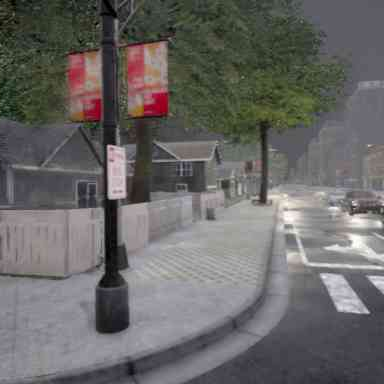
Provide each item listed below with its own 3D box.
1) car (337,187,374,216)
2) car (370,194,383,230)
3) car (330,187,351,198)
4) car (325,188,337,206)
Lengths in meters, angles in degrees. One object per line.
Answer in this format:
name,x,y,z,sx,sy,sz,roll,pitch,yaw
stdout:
car,11.793,0.661,23.136,2.097,1.767,4.553,0,1,15
car,9.282,1.042,13.738,2.128,1.511,4.902,0,1,15
car,22.954,0.036,51.614,2.128,1.511,4.902,0,1,15
car,14.368,0.588,32.756,1.812,1.442,4.674,0,1,15
